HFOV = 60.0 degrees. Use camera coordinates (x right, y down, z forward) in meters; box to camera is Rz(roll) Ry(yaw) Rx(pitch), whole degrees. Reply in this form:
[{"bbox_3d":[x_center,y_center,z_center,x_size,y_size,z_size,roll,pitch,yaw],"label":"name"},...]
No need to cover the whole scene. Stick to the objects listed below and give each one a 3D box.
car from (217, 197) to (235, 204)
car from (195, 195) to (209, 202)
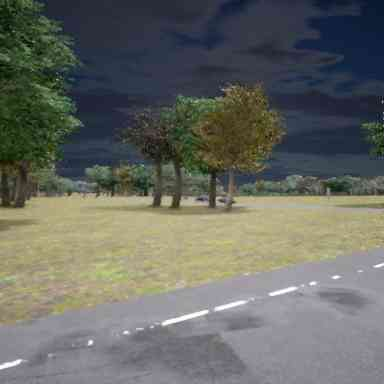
[{"bbox_3d":[6.966,1.682,68.427,1.994,1.385,4.181,1,-1,-33],"label":"car"},{"bbox_3d":[2.610,1.490,74.956,2.128,1.511,4.902,1,0,-34],"label":"car"}]
